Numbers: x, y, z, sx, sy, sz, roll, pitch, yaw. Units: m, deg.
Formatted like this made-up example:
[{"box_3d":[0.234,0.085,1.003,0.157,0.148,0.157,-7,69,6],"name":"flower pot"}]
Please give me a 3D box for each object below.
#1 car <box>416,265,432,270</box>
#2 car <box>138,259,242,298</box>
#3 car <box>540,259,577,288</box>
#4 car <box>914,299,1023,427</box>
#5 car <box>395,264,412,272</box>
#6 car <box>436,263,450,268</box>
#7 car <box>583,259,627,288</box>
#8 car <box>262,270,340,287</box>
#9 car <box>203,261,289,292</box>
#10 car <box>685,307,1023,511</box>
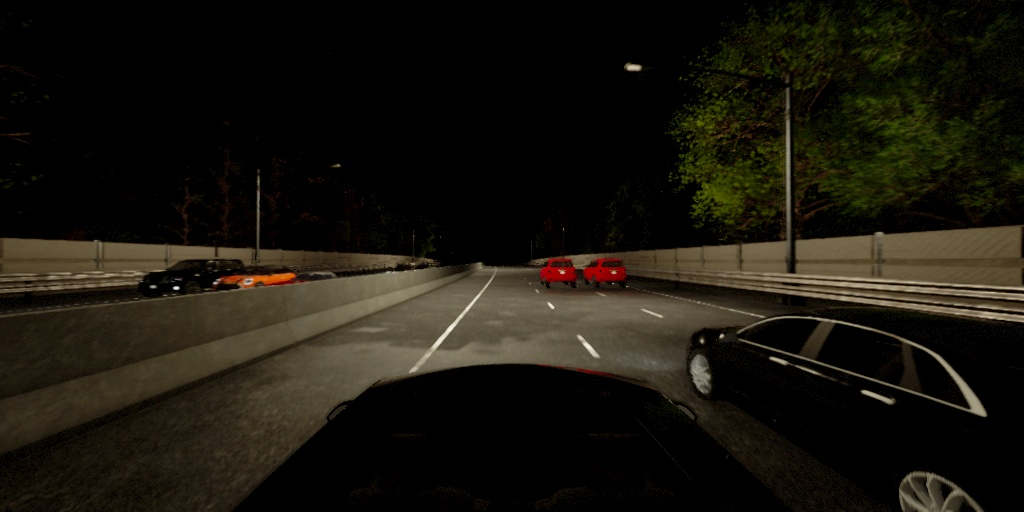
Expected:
[{"box_3d":[-15.051,1.981,61.241,1.994,1.385,4.181,0,-1,-1],"name":"car"},{"box_3d":[-17.713,1.184,20.400,2.150,2.045,5.566,0,-1,-1],"name":"car"},{"box_3d":[3.403,1.256,26.997,2.150,2.045,5.566,0,-1,-1],"name":"car"},{"box_3d":[7.083,1.330,3.331,1.994,1.385,4.181,0,-1,0],"name":"car"},{"box_3d":[-18.550,1.981,61.353,1.994,1.385,4.181,0,-1,-1],"name":"car"},{"box_3d":[-11.530,1.912,60.259,1.837,1.490,4.892,0,-1,-1],"name":"car"},{"box_3d":[6.902,1.256,27.078,2.150,2.045,5.566,0,-1,-1],"name":"car"},{"box_3d":[-10.699,1.550,19.214,1.895,1.301,4.718,0,-1,-1],"name":"car"},{"box_3d":[-14.210,1.312,20.109,2.097,1.767,4.553,0,-1,-1],"name":"car"},{"box_3d":[3.580,1.277,3.606,1.837,1.490,4.892,0,0,0],"name":"car"}]
